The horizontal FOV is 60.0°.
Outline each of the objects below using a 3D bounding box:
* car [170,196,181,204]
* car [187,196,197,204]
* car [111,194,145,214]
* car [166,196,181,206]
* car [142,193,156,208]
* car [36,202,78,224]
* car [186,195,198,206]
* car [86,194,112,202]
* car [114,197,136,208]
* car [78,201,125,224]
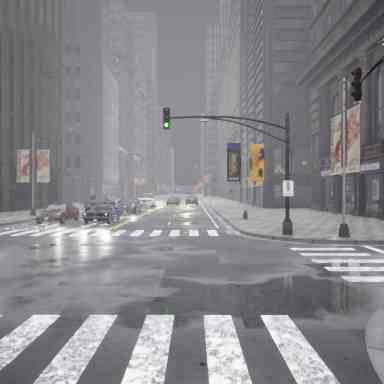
[{"bbox_3d":[-3.250,1.492,66.294,1.837,1.490,4.892,0,0,0],"label":"car"},{"bbox_3d":[0.000,1.492,66.294,1.837,1.490,4.892,0,0,0],"label":"car"},{"bbox_3d":[-6.595,1.351,34.779,2.097,1.767,4.553,0,0,0],"label":"car"},{"bbox_3d":[-3.250,1.556,56.288,1.994,1.385,4.181,0,0,0],"label":"car"},{"bbox_3d":[-6.587,1.213,48.277,2.150,2.045,5.566,0,0,0],"label":"car"},{"bbox_3d":[-9.845,1.525,24.792,1.812,1.442,4.674,0,0,0],"label":"car"},{"bbox_3d":[0.000,1.344,56.258,2.097,1.767,4.553,0,0,0],"label":"car"},{"bbox_3d":[-9.847,1.217,35.815,2.150,2.045,5.566,0,0,0],"label":"car"},{"bbox_3d":[-9.830,1.487,49.174,2.128,1.511,4.902,0,0,0],"label":"car"},{"bbox_3d":[-6.590,1.601,24.777,1.895,1.301,4.718,0,0,0],"label":"car"}]
